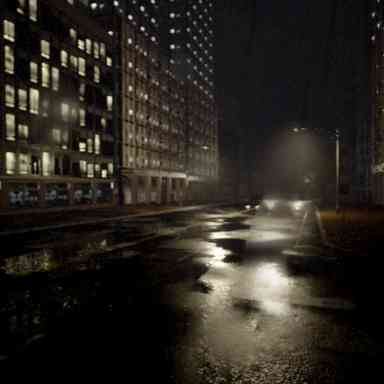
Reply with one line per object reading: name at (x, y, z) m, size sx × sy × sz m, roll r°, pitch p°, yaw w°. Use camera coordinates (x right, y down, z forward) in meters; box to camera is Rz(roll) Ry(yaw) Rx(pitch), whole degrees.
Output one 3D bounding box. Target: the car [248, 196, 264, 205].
car at (10.451, 1.355, 54.223) m, size 1.882 × 1.535 × 5.008 m, roll 0°, pitch 0°, yaw 20°
